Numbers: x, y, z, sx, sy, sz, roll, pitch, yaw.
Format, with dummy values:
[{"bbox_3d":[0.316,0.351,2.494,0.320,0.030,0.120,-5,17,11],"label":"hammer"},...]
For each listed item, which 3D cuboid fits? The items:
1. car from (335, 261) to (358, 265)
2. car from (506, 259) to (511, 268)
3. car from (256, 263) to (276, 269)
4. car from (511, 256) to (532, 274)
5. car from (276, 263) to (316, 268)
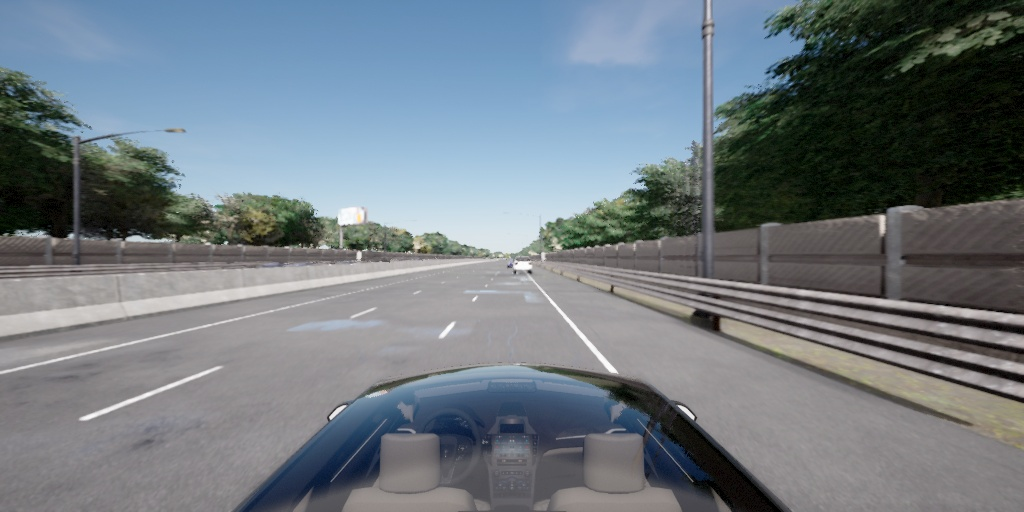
[{"bbox_3d":[-17.548,1.309,37.694,1.837,1.490,4.892,0,0,1],"label":"car"},{"bbox_3d":[0.021,1.486,61.768,1.895,1.301,4.718,0,0,0],"label":"car"},{"bbox_3d":[-24.549,1.367,37.091,1.994,1.385,4.181,0,0,1],"label":"car"},{"bbox_3d":[1.236,1.043,42.744,2.150,2.045,5.566,0,0,0],"label":"car"},{"bbox_3d":[-21.057,1.364,36.010,1.994,1.385,4.181,0,0,0],"label":"car"}]
